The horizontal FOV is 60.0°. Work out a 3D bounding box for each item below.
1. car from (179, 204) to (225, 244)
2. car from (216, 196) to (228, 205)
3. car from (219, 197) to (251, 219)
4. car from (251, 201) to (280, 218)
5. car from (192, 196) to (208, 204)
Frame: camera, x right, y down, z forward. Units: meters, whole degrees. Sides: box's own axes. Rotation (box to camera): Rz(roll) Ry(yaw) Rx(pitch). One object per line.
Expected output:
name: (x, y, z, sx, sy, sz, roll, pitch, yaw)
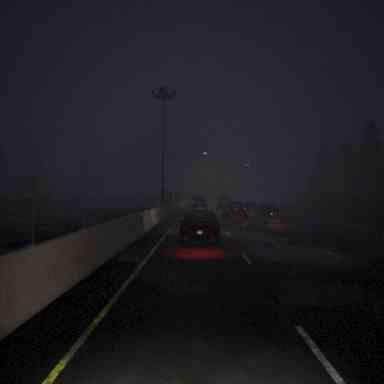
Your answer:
car: (0.380, 1.606, 16.748, 1.882, 1.535, 5.008, 1, -1, 1)
car: (4.685, 1.638, 48.556, 2.150, 2.045, 5.566, 1, 0, 5)
car: (4.180, 1.652, 33.150, 2.097, 1.767, 4.553, 1, 0, 1)
car: (7.698, 1.857, 34.353, 1.837, 1.490, 4.892, 1, 0, 1)
car: (1.158, 1.593, 48.428, 2.150, 2.045, 5.566, 0, 0, 4)
